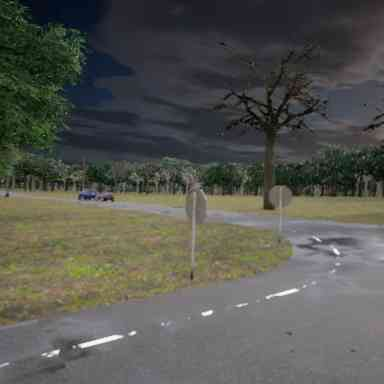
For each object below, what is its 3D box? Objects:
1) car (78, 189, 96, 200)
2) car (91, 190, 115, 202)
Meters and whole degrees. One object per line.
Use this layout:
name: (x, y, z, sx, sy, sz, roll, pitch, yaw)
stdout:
car: (-18.701, 0.482, 59.799, 2.150, 2.045, 5.566, 3, -1, -36)
car: (-13.995, 0.799, 53.323, 1.837, 1.490, 4.892, 3, -1, -35)
